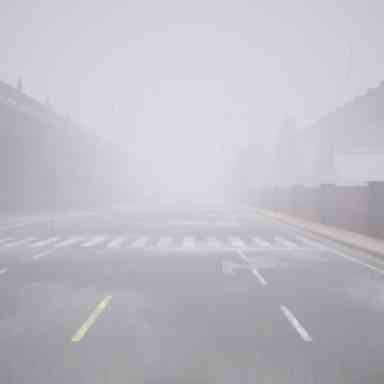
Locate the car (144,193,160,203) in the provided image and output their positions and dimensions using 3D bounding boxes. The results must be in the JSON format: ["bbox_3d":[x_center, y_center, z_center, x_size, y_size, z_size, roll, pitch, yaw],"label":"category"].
[{"bbox_3d":[-7.161,1.047,57.813,2.097,1.767,4.553,0,0,-1],"label":"car"}]

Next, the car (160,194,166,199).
[{"bbox_3d":[-7.628,1.114,84.231,2.033,1.411,5.357,0,0,-1],"label":"car"}]
